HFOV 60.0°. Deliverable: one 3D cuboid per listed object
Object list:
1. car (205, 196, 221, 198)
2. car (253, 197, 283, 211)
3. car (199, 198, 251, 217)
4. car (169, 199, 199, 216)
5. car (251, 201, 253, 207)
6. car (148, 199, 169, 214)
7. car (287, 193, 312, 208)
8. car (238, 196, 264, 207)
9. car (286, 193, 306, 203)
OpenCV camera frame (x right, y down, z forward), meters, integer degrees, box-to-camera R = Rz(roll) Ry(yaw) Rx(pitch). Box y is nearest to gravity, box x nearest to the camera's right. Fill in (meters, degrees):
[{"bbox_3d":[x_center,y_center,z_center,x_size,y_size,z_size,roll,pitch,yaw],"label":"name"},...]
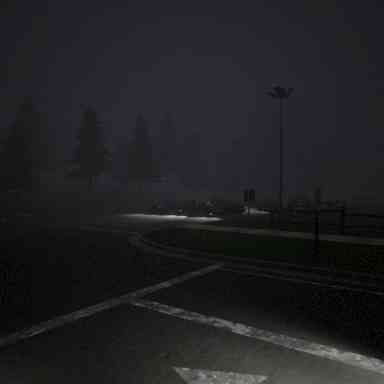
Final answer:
[{"bbox_3d":[2.392,1.352,42.384,2.097,1.767,4.553,0,0,35],"label":"car"},{"bbox_3d":[9.497,1.526,40.310,1.812,1.442,4.674,0,0,35],"label":"car"},{"bbox_3d":[3.196,1.547,31.359,2.033,1.411,5.357,0,0,35],"label":"car"},{"bbox_3d":[0.050,1.564,32.968,1.994,1.385,4.181,0,0,35],"label":"car"},{"bbox_3d":[9.172,1.601,45.934,1.895,1.301,4.718,0,0,35],"label":"car"},{"bbox_3d":[-2.659,1.526,35.167,1.812,1.442,4.674,0,0,35],"label":"car"},{"bbox_3d":[16.141,1.212,49.717,2.150,2.045,5.566,0,1,36],"label":"car"},{"bbox_3d":[9.382,1.489,52.295,2.128,1.511,4.902,0,0,35],"label":"car"},{"bbox_3d":[18.405,1.009,58.905,2.097,1.767,4.553,0,0,35],"label":"car"}]
